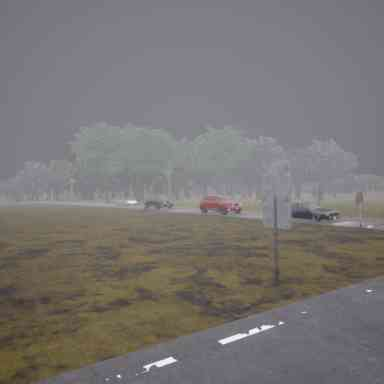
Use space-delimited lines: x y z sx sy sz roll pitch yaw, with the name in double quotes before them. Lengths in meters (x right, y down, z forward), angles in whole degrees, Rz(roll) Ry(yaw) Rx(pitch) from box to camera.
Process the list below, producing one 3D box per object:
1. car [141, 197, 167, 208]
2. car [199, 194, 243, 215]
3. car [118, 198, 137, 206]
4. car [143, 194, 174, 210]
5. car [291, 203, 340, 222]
"car" -6.227 1.633 53.765 2.128 1.511 4.902 -2 1 -35
"car" 2.998 1.305 36.015 2.150 2.045 5.566 -2 1 -35
"car" -12.150 1.849 61.889 1.895 1.301 4.718 -2 0 -36
"car" -4.789 1.383 46.828 2.150 2.045 5.566 -2 1 -36
"car" 9.260 1.605 27.350 2.033 1.411 5.357 -2 1 -36
